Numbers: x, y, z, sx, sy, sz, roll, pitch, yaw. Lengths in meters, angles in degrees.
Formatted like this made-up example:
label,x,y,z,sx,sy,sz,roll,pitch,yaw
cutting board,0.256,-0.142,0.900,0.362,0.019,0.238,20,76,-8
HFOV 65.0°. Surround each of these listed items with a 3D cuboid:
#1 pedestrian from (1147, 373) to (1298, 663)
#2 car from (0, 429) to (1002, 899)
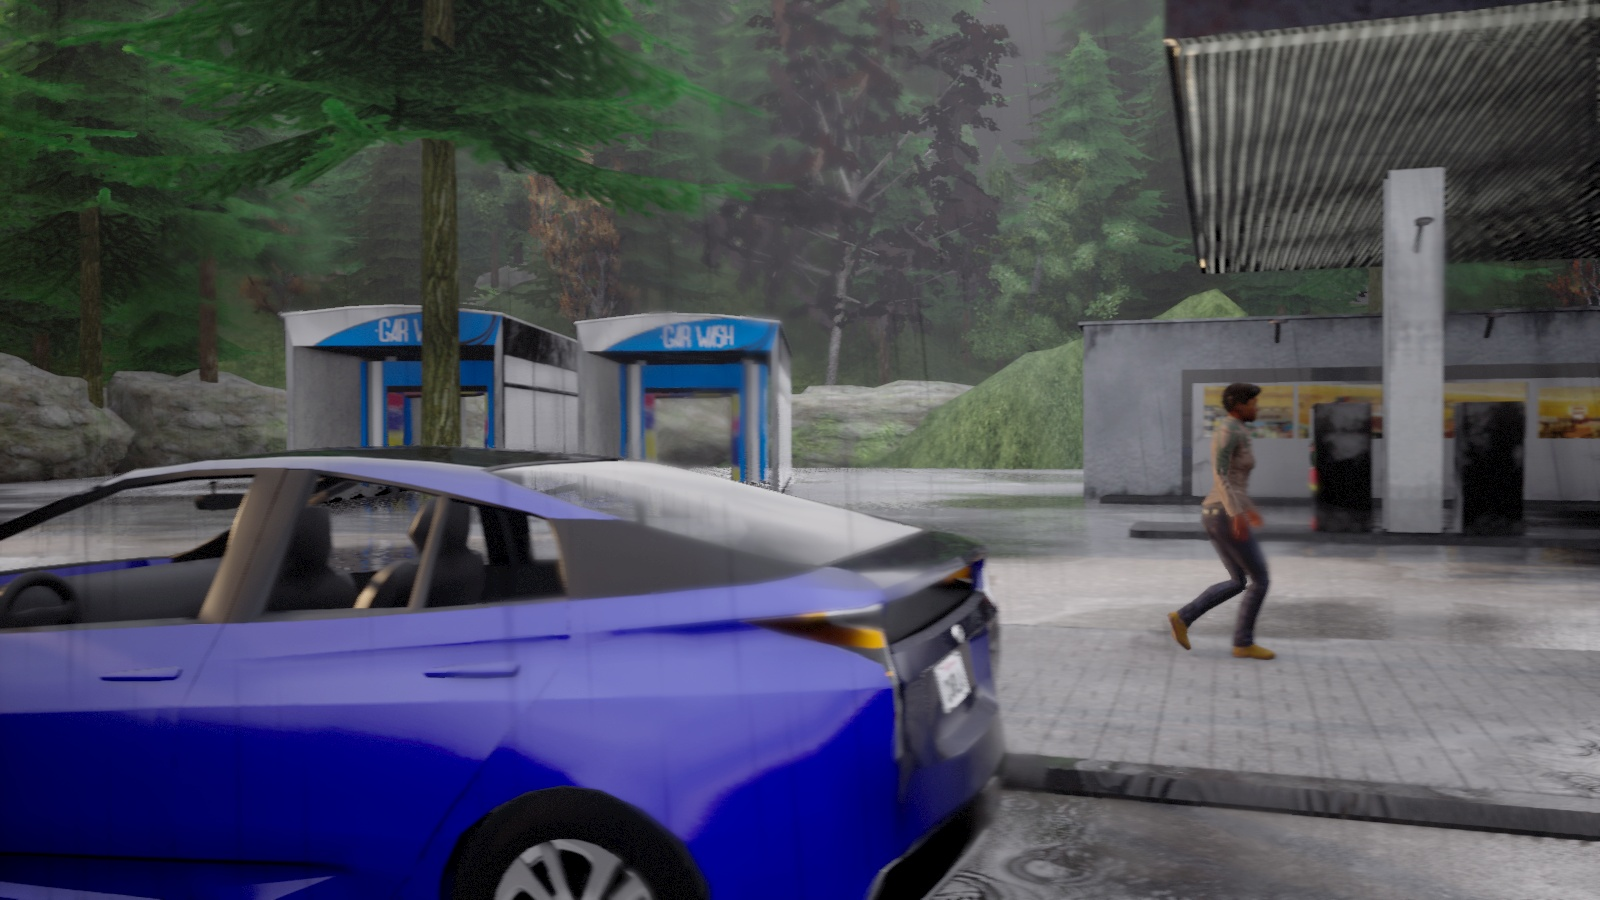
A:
label,x,y,z,sx,sy,sz,roll,pitch,yaw
pedestrian,2.689,0.417,8.043,0.869,1.805,0.328,0,1,13
car,-1.735,0.698,4.313,4.514,1.525,2.007,1,1,19
